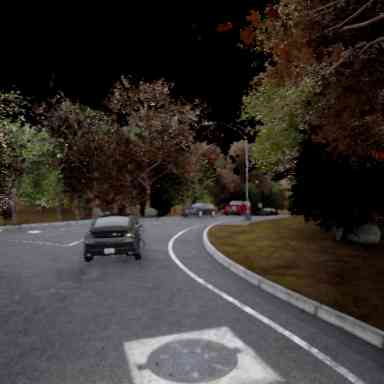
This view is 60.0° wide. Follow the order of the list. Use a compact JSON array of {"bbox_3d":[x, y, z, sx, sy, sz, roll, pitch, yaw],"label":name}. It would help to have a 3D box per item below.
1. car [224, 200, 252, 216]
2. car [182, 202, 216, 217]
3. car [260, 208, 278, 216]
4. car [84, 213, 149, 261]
[{"bbox_3d":[6.146,2.101,44.029,2.150,2.045,5.566,-1,-4,30],"label":"car"},{"bbox_3d":[0.829,1.845,34.845,1.837,1.490,4.892,-1,-3,31],"label":"car"},{"bbox_3d":[12.953,3.415,55.669,2.033,1.411,5.357,-1,-5,30],"label":"car"},{"bbox_3d":[-2.747,1.543,12.531,1.837,1.490,4.892,-2,0,-5],"label":"car"}]
